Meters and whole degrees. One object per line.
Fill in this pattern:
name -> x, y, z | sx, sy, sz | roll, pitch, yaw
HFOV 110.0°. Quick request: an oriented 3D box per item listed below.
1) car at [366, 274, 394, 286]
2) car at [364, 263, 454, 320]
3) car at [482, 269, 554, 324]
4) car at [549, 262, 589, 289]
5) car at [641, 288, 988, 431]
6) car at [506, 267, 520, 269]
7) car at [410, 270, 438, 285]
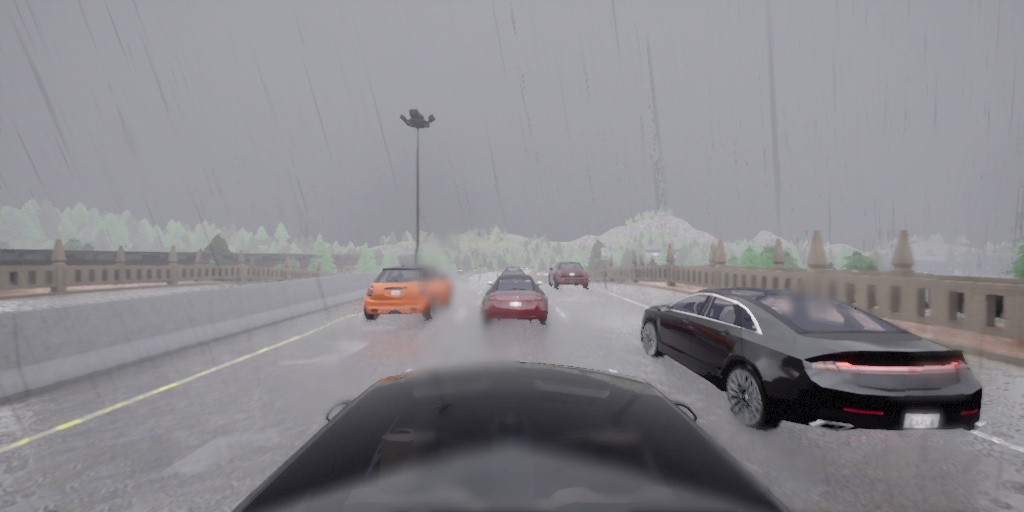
car -> -17.522, 3.251, 47.752 | 1.895, 1.301, 4.718 | 0, -7, 0
car -> -3.398, 1.099, 12.658 | 2.097, 1.767, 4.553 | 0, 0, 0
car -> 0.102, 1.311, 12.006 | 1.994, 1.385, 4.181 | 0, 0, 0
car -> 3.603, 1.175, 23.659 | 2.097, 1.767, 4.553 | 0, -1, 0
car -> 3.601, 1.240, 5.570 | 2.128, 1.511, 4.902 | 0, 0, 0
car -> 0.104, 1.602, 29.448 | 1.994, 1.385, 4.181 | 0, -3, 0
car -> -10.542, 2.623, 43.325 | 2.128, 1.511, 4.902 | 0, -6, 1
